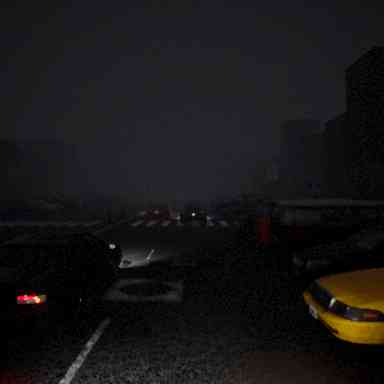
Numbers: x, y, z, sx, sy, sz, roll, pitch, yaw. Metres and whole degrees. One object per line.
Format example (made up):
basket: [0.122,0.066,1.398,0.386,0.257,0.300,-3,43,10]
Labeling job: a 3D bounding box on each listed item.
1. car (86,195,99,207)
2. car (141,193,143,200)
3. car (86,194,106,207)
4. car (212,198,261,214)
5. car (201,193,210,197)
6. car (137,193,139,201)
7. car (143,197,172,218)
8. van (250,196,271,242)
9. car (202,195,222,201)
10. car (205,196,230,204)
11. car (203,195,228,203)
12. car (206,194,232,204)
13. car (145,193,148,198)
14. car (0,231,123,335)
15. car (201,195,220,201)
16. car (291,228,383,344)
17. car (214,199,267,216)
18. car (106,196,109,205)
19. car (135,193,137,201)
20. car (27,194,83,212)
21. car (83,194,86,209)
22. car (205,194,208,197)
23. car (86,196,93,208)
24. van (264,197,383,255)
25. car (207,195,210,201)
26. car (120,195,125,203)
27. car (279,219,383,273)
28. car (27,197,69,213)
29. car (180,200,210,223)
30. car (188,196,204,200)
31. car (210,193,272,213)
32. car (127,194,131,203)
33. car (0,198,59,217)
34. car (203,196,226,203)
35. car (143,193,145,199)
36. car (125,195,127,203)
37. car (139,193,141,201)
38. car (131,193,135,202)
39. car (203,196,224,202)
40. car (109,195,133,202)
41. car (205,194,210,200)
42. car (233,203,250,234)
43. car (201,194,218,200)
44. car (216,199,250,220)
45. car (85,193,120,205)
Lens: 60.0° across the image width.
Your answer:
car: [-15.536,1.528,44.940,4.674,1.452,2.002,0,0,0]
car: [-15.501,1.390,83.544,4.553,1.767,2.185,0,0,0]
car: [-15.535,1.483,47.697,5.008,1.535,2.097,0,0,0]
car: [4.719,1.481,35.651,5.008,1.535,2.097,0,0,0]
car: [4.803,1.219,57.878,5.566,2.045,2.435,0,0,0]
car: [-15.537,1.537,77.993,4.674,1.452,2.002,0,0,0]
car: [-2.897,1.483,29.736,1.882,1.535,5.008,0,0,0]
van: [4.828,1.260,13.414,4.442,1.987,1.878,0,0,0]
car: [4.884,1.548,83.013,4.792,1.488,2.163,0,0,0]
car: [4.790,1.515,63.560,4.674,1.452,2.002,0,0,0]
car: [4.817,1.484,69.117,4.892,1.521,2.231,0,0,0]
car: [4.816,1.346,60.690,4.553,1.767,2.185,0,0,0]
car: [-15.550,1.302,91.816,5.566,2.045,2.435,0,0,0]
car: [-2.899,1.552,7.136,2.033,1.411,5.357,0,0,0]
car: [4.878,1.540,88.571,5.008,1.535,2.097,0,0,0]
car: [4.525,1.480,5.076,5.366,1.575,1.946,0,0,0]
car: [4.707,1.484,32.871,4.892,1.521,2.231,0,0,0]
car: [-15.544,1.518,50.454,4.674,1.452,2.002,0,0,0]
car: [-15.514,1.519,75.271,4.792,1.488,2.163,0,0,0]
car: [-15.504,1.255,36.666,5.566,2.045,2.435,0,0,0]
car: [-15.503,1.375,39.424,4.553,1.767,2.185,0,0,0]
car: [4.718,1.500,49.540,4.792,1.488,2.163,0,0,0]
car: [-15.534,1.535,42.052,4.674,1.452,2.002,0,0,0]
van: [4.828,1.260,10.635,4.442,1.987,1.878,0,0,0]
car: [4.759,1.504,43.982,4.792,1.488,2.163,0,0,0]
car: [-15.735,1.467,61.481,5.366,1.575,1.946,0,0,0]
car: [4.713,1.525,7.856,4.674,1.452,2.002,0,0,0]
car: [-15.533,1.552,33.908,4.674,1.452,2.002,0,0,0]
car: [0.105,1.570,25.697,1.994,1.385,4.181,0,0,0]
car: [0.119,1.560,42.697,1.994,1.385,4.181,0,0,0]
car: [4.685,1.233,30.092,5.566,2.045,2.435,0,0,0]
car: [-15.738,1.471,66.995,5.366,1.575,1.946,0,0,0]
car: [-15.500,1.546,31.150,4.792,1.488,2.163,0,0,0]
car: [4.848,1.518,71.896,4.792,1.488,2.163,0,0,0]
car: [-15.524,1.527,86.301,5.008,1.535,2.097,0,0,0]
car: [-15.580,1.501,64.239,4.792,1.488,2.163,0,0,0]
car: [-15.565,1.535,80.787,4.792,1.488,2.163,0,0,0]
car: [-15.365,1.475,69.758,5.366,1.575,1.946,0,0,0]
car: [4.826,1.535,74.675,4.674,1.452,2.002,0,0,0]
car: [-15.517,1.513,72.516,4.792,1.488,2.163,0,0,0]
car: [4.924,1.470,46.759,5.366,1.575,1.946,0,0,0]
car: [4.706,1.488,16.194,4.892,1.521,2.231,0,0,0]
car: [4.863,1.439,94.121,4.553,1.767,2.185,0,0,0]
car: [4.684,1.515,27.312,4.792,1.488,2.163,0,0,0]
car: [-15.517,1.220,55.968,5.566,2.045,2.435,0,0,0]
